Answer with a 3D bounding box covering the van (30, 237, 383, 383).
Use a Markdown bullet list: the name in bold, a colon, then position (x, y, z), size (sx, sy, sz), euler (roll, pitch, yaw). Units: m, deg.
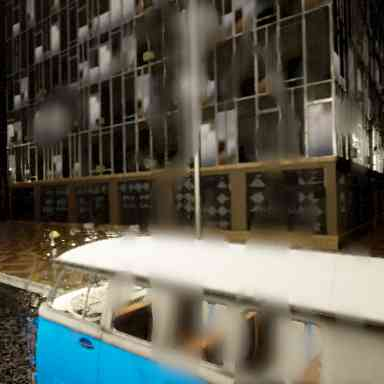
- **van**: position (0.368, 1.349, 2.635), size (3.998, 1.788, 1.690), euler (-1, -1, 36)
